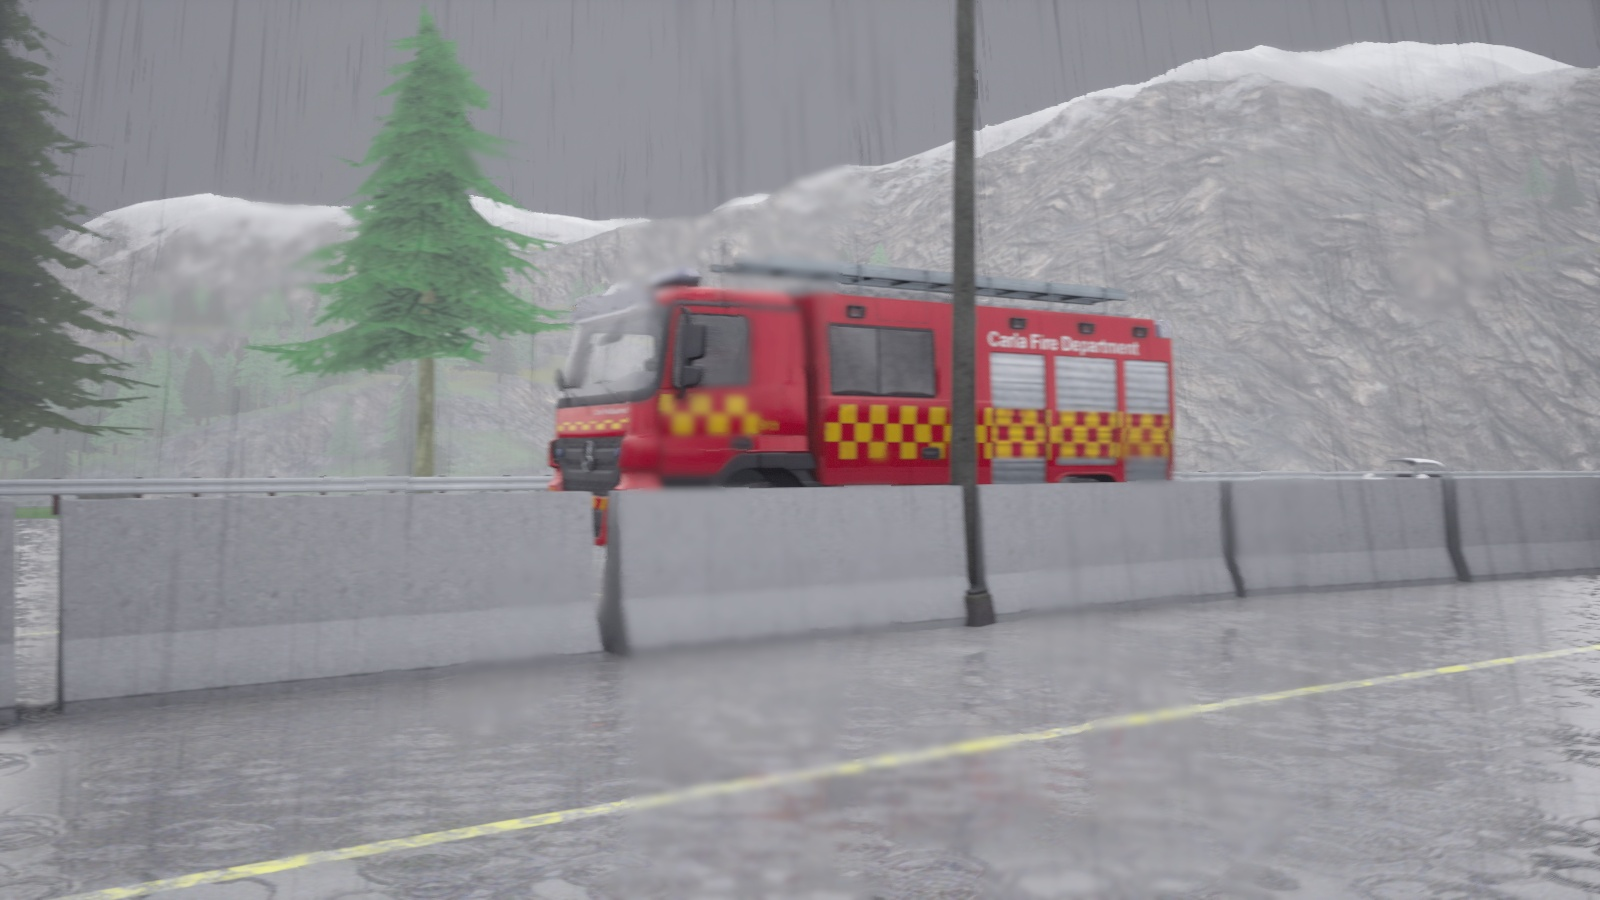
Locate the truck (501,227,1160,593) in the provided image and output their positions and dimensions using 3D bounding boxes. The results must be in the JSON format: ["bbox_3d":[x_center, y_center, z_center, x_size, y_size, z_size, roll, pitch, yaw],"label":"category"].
[{"bbox_3d":[0.657,-0.416,16.576,8.468,3.827,2.891,0,0,-31],"label":"truck"}]

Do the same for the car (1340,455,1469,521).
[{"bbox_3d":[13.161,0.800,27.364,2.207,1.376,1.481,0,0,-26],"label":"car"}]
